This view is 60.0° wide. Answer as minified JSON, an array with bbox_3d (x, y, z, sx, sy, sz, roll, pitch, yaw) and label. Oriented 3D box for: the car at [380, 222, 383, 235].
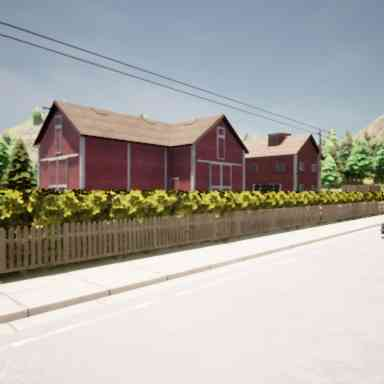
[{"bbox_3d":[11.440,1.561,17.239,2.033,1.411,5.357,0,0,44],"label":"car"}]
